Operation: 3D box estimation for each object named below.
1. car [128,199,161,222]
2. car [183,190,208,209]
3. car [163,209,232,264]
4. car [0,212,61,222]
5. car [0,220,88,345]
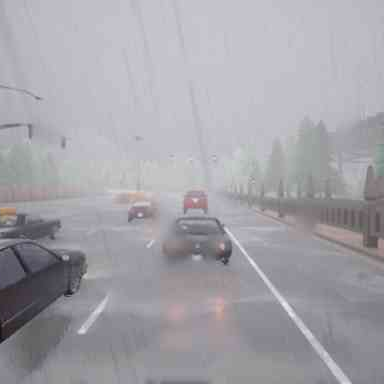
[{"bbox_3d":[-3.235,1.245,23.184,1.812,1.442,4.674,0,1,0],"label":"car"},{"bbox_3d":[0.326,0.842,31.401,2.150,2.045,5.566,0,1,0],"label":"car"},{"bbox_3d":[0.176,1.465,11.166,1.895,1.301,4.718,0,1,0],"label":"car"},{"bbox_3d":[-6.811,1.443,12.947,1.895,1.301,4.718,0,1,0],"label":"car"},{"bbox_3d":[-3.365,1.481,5.353,2.033,1.411,5.357,0,1,0],"label":"car"}]
